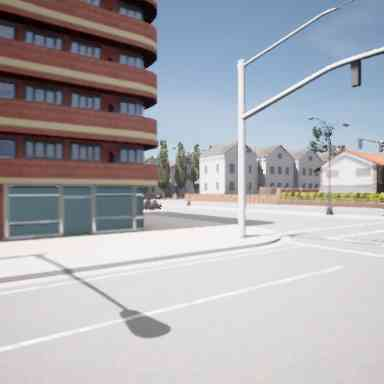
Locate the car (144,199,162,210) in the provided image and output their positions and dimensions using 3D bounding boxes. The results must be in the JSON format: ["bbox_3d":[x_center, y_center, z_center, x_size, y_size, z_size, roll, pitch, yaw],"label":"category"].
[{"bbox_3d":[-5.441,1.553,41.074,1.994,1.385,4.181,0,1,-35],"label":"car"}]
